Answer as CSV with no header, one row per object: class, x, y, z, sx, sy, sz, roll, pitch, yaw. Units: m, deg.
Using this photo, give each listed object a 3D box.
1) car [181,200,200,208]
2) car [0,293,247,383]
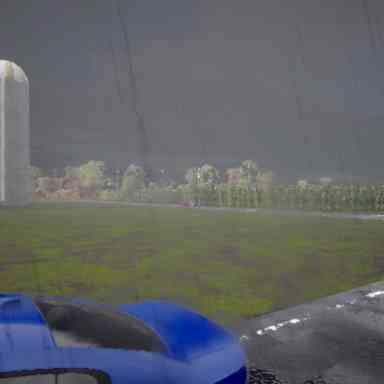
car,-0.330,2.241,63.081,1.994,1.385,4.181,0,0,-36
car,-1.884,1.469,1.728,5.008,1.535,1.882,1,-1,-35
